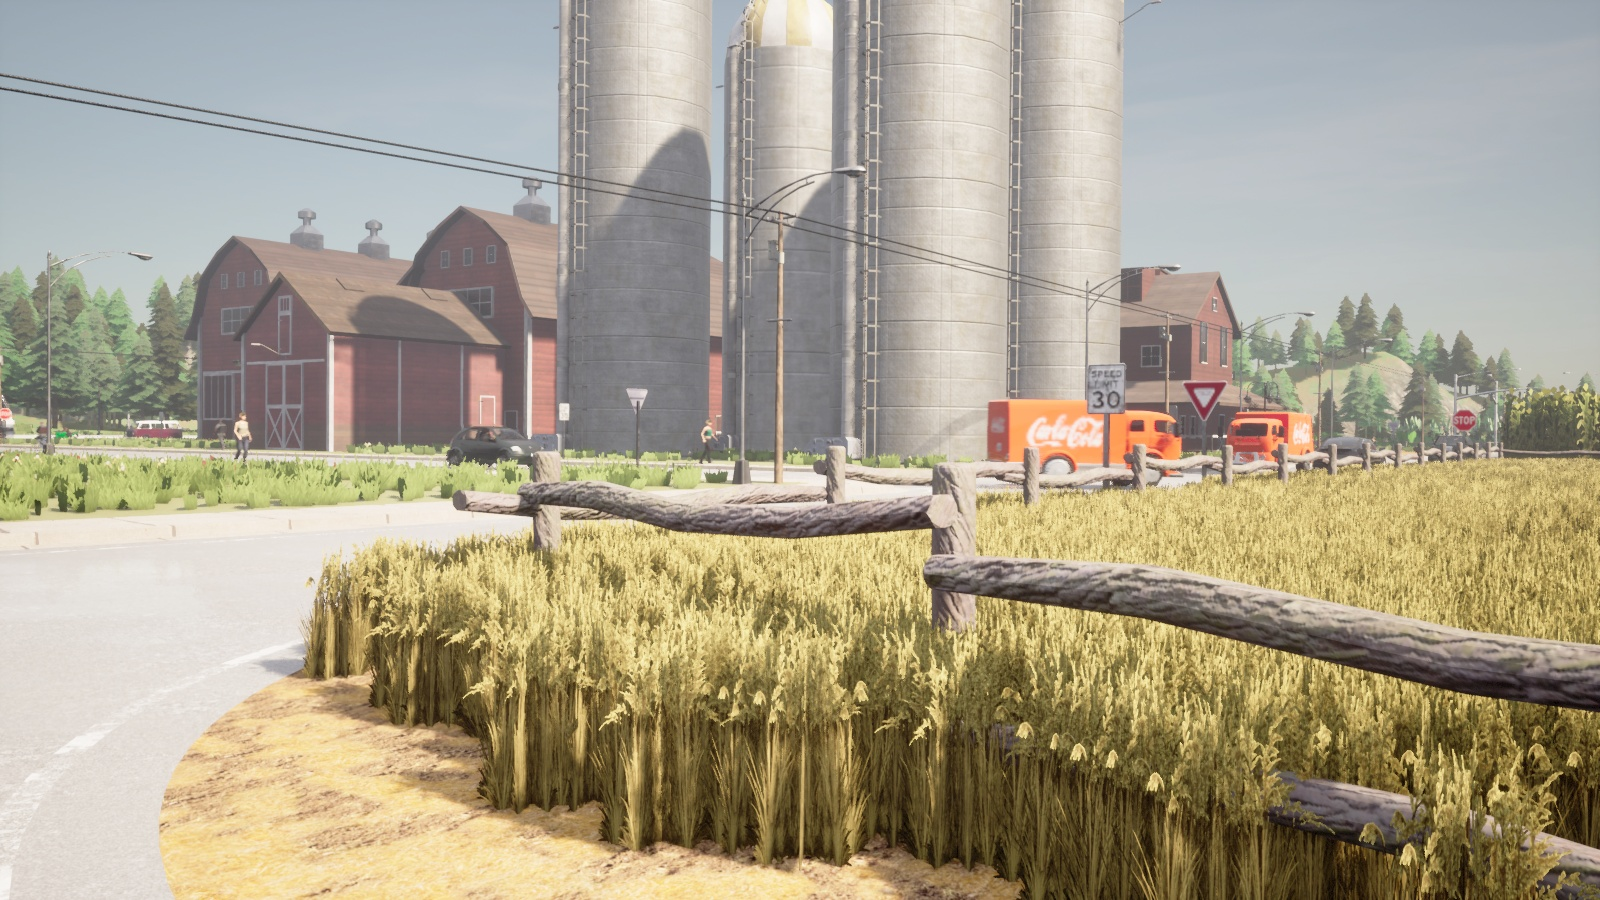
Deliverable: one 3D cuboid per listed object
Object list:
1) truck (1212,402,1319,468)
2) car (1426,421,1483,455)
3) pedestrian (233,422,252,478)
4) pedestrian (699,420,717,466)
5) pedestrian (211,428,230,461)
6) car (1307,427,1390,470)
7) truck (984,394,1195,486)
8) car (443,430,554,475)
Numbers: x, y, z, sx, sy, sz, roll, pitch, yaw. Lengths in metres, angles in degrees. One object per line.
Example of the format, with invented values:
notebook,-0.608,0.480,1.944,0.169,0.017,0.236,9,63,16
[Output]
truck,18.601,-0.607,50.033,2.627,2.467,5.204,0,1,36
car,35.108,-0.647,67.266,2.097,1.767,4.553,0,1,35
pedestrian,-18.322,-0.011,41.260,0.594,1.836,0.345,0,1,41
pedestrian,-3.731,-0.277,51.015,0.594,1.836,0.345,0,1,26
pedestrian,-33.987,-0.316,73.669,0.849,1.883,0.563,0,1,24
car,20.410,-0.085,46.592,1.837,1.490,4.892,0,1,36
truck,8.068,-0.315,35.404,5.204,2.467,2.627,0,2,-8
car,-11.354,0.087,47.228,3.988,1.617,1.851,0,1,35
